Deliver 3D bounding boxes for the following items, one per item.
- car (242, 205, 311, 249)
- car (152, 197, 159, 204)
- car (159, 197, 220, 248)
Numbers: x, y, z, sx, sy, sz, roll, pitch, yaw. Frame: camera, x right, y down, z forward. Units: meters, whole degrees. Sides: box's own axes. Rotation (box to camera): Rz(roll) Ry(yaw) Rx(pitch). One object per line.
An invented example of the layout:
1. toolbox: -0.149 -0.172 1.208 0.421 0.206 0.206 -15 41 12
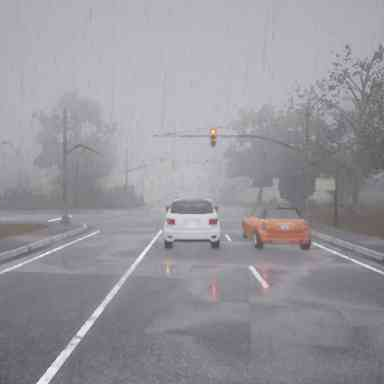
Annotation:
1. car: 3.500 1.343 14.620 2.097 1.767 4.553 0 0 0
2. car: -8.295 2.006 79.181 1.882 1.535 5.008 0 -1 -16
3. car: 0.000 1.234 14.680 2.150 2.045 5.566 0 0 0
